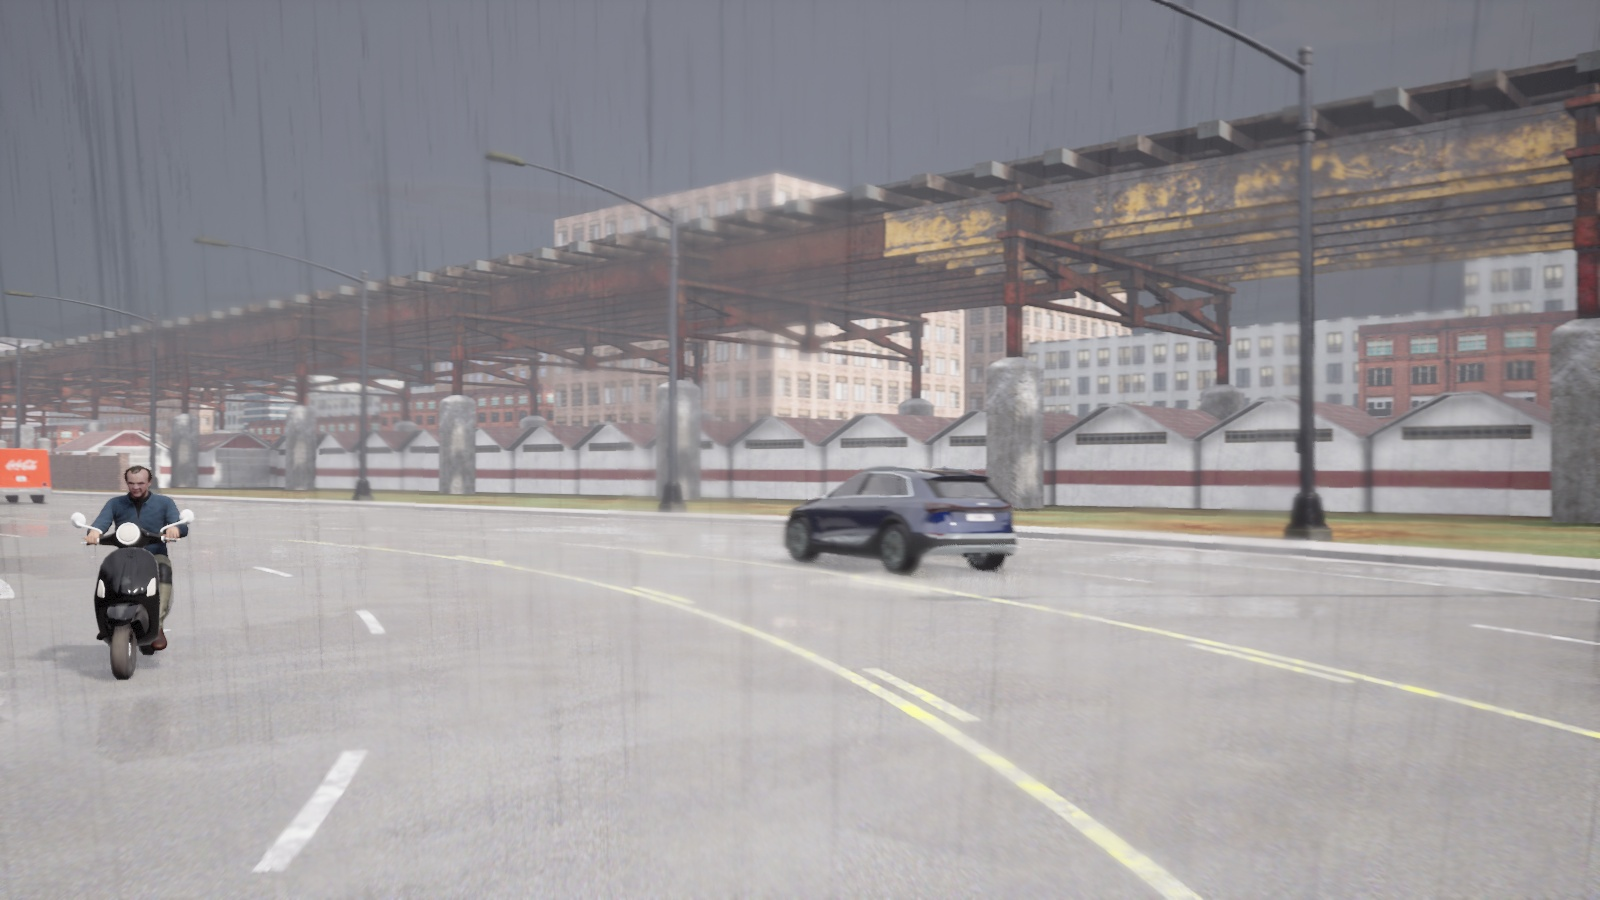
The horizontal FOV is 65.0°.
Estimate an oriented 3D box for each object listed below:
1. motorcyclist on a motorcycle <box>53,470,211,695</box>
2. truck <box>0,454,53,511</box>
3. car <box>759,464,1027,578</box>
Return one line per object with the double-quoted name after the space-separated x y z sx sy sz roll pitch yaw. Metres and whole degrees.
-5.232 0.962 9.952 0.866 1.590 1.817 0 -1 -20 "motorcyclist on a motorcycle"
-36.113 1.461 56.598 5.204 2.467 2.627 -1 -1 41 "truck"
1.375 1.086 20.801 2.033 1.649 4.856 1 -2 -30 "car"
